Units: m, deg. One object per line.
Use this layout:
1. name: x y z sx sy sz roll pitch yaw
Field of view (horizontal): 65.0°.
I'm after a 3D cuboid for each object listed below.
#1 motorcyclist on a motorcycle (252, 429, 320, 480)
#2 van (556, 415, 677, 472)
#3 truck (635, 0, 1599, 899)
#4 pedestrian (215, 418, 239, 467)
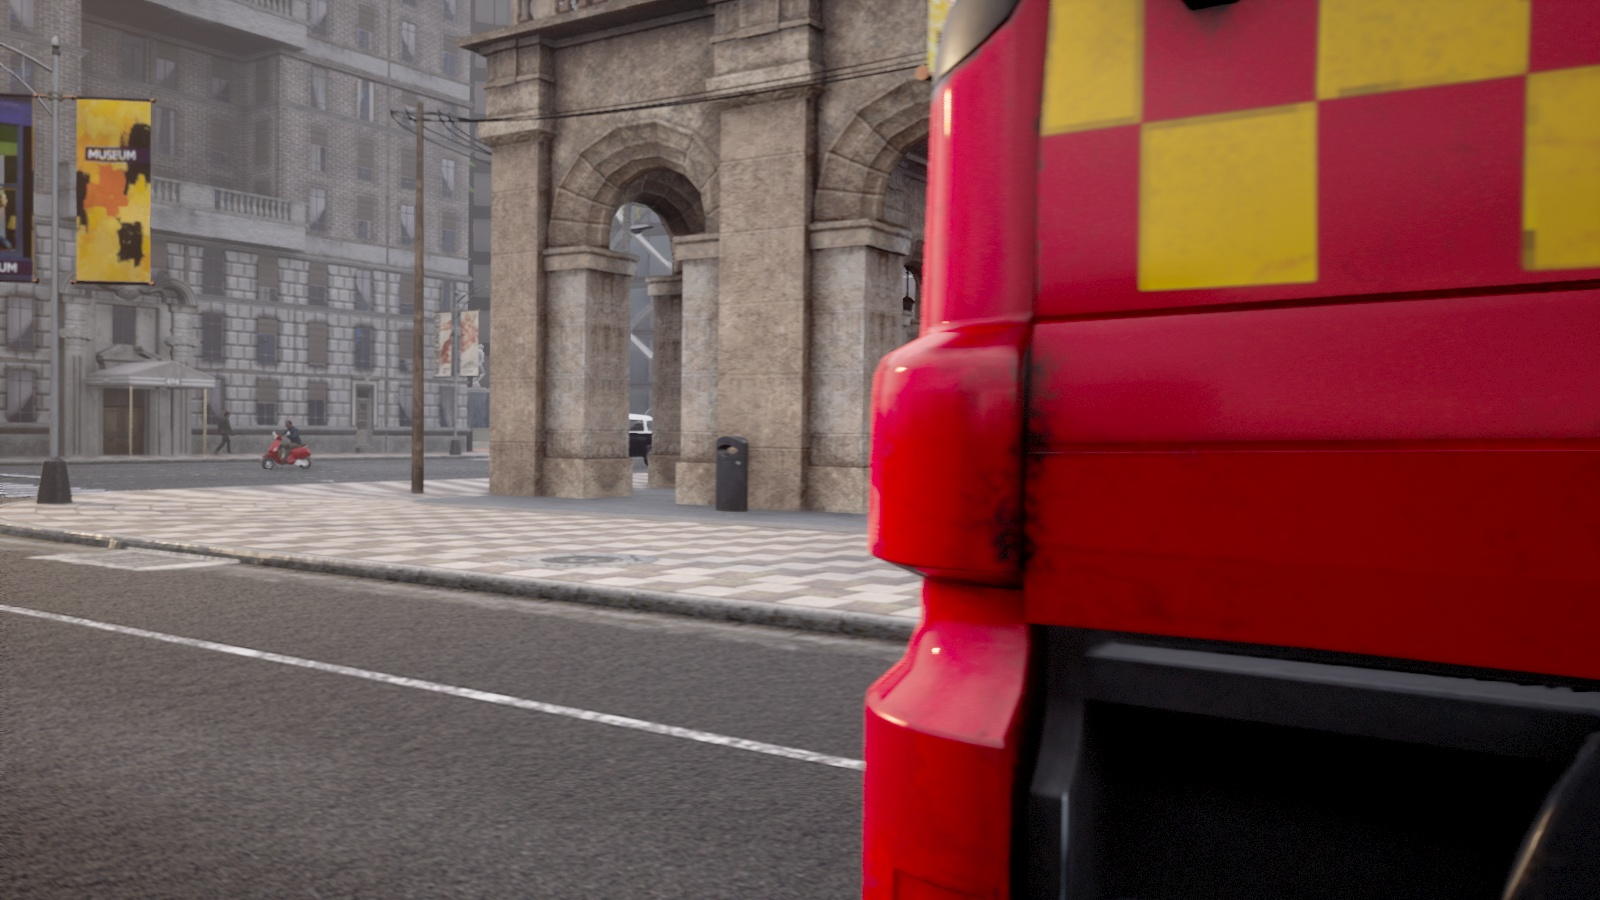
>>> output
1. motorcyclist on a motorcycle: -16.283 0.130 39.844 0.866 1.590 1.817 0 1 33
2. van: -6.898 -0.276 47.681 2.069 2.038 4.480 0 1 34
3. truck: 4.060 -0.469 0.904 8.468 3.827 2.891 0 1 34
4. pedestrian: -23.359 -0.311 51.191 0.423 1.949 0.788 0 1 37
